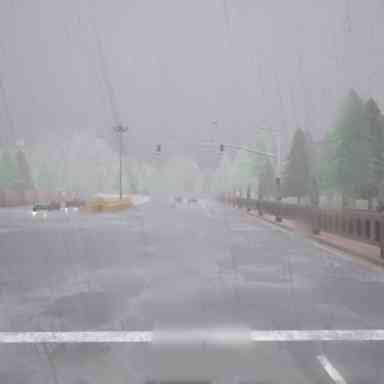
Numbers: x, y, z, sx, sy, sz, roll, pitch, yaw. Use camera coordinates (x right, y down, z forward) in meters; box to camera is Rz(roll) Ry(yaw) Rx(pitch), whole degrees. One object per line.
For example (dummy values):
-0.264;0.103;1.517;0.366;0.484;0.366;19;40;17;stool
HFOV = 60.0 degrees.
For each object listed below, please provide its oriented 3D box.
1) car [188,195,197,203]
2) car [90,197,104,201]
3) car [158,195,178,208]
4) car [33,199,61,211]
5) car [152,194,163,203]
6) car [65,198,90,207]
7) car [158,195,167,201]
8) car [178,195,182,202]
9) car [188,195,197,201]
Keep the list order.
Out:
0.095;1.572;68.084;2.033;1.411;5.357;0;0;0;car
-17.451;1.569;60.803;2.033;1.411;5.357;0;0;1;car
-3.346;1.543;47.839;1.812;1.442;4.674;0;0;0;car
-17.525;1.578;40.298;1.994;1.385;4.181;0;0;0;car
-6.904;1.377;68.481;2.097;1.767;4.553;0;0;0;car
-17.503;1.619;50.401;1.895;1.301;4.718;0;0;0;car
-6.890;1.361;78.514;1.837;1.490;4.892;0;0;0;car
-3.394;1.382;74.972;2.097;1.767;4.553;0;0;0;car
0.110;1.401;78.504;2.033;1.411;5.357;0;0;0;car
